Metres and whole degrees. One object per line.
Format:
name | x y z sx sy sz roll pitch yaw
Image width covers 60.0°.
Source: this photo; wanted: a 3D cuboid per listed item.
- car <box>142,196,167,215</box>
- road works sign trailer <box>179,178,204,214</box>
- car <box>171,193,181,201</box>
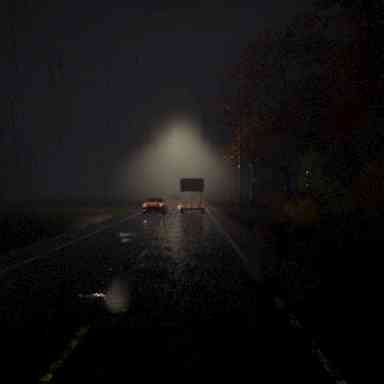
car | -3.588 1.233 32.575 2.097 1.767 4.553 0 0 0
road works sign trailer | 0.009 0.344 33.515 2.380 3.560 2.880 0 0 0
car | -3.508 1.071 73.872 1.882 1.535 5.008 0 0 0
